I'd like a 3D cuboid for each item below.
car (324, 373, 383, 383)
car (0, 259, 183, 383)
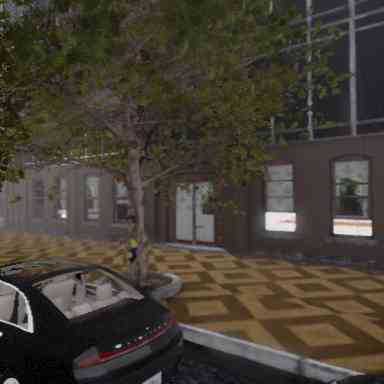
[{"bbox_3d":[2.476,1.535,1.111,4.403,1.369,2.008,-1,0,35],"label":"car"},{"bbox_3d":[-2.160,1.594,4.413,4.403,1.369,2.008,-1,0,35],"label":"car"}]
